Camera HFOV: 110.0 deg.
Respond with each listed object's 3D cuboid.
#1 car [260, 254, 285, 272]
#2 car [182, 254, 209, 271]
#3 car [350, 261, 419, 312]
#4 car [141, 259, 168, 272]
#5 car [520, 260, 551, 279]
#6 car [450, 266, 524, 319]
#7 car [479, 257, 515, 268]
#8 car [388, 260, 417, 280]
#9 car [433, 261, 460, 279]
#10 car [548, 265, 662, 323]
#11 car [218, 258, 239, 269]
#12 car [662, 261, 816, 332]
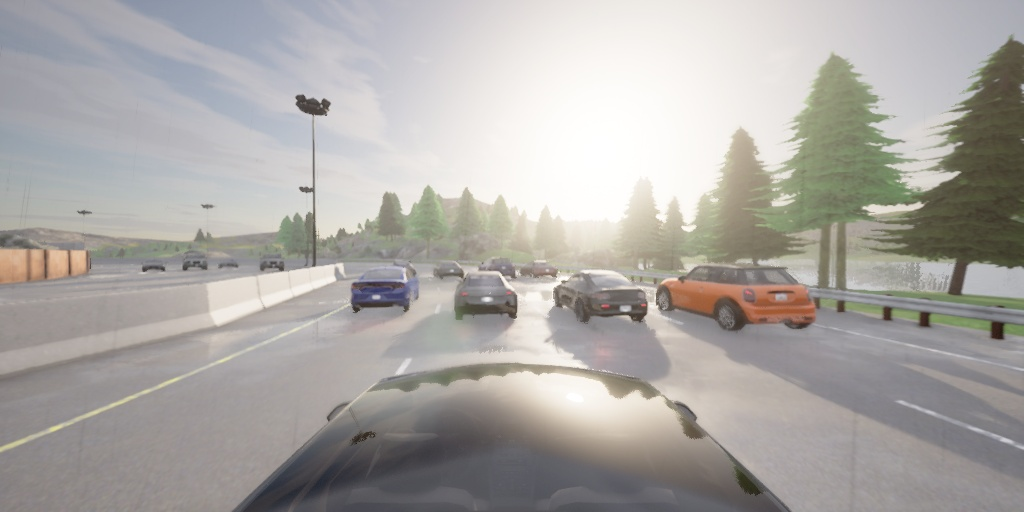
[{"bbox_3d":[-27.767,0.719,41.559,2.150,2.045,5.566,0,0,-36],"label":"car"},{"bbox_3d":[-39.203,0.739,44.389,2.150,2.045,5.566,-1,0,-44],"label":"car"},{"bbox_3d":[-4.697,1.135,13.812,1.882,1.535,5.008,0,0,-9],"label":"car"},{"bbox_3d":[-40.905,1.057,41.062,1.837,1.490,4.892,-1,0,-43],"label":"car"},{"bbox_3d":[2.082,1.051,29.309,1.994,1.385,4.181,0,1,-18],"label":"car"},{"bbox_3d":[-0.975,1.219,12.456,1.994,1.385,4.181,0,1,-7],"label":"car"},{"bbox_3d":[-1.278,0.861,28.380,2.097,1.767,4.553,0,1,-18],"label":"car"},{"bbox_3d":[-8.953,1.097,29.153,1.994,1.385,4.181,0,1,-21],"label":"car"},{"bbox_3d":[-5.222,1.082,29.176,1.994,1.385,4.181,0,1,-19],"label":"car"},{"bbox_3d":[2.672,1.174,11.592,1.812,1.442,4.674,0,1,-7],"label":"car"},{"bbox_3d":[-39.167,1.029,49.529,1.994,1.385,4.181,-1,1,-44],"label":"car"},{"bbox_3d":[6.249,0.994,10.738,2.097,1.767,4.553,0,1,-6],"label":"car"}]
